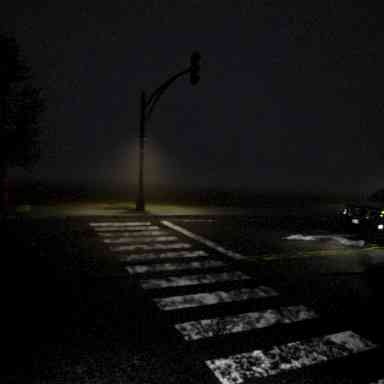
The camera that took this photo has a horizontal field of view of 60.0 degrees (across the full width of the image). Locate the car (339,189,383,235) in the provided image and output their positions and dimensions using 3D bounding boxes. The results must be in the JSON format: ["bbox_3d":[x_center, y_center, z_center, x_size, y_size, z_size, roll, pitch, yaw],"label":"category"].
[{"bbox_3d":[9.060,0.873,14.461,5.566,2.045,2.150,1,4,-25],"label":"car"}]
